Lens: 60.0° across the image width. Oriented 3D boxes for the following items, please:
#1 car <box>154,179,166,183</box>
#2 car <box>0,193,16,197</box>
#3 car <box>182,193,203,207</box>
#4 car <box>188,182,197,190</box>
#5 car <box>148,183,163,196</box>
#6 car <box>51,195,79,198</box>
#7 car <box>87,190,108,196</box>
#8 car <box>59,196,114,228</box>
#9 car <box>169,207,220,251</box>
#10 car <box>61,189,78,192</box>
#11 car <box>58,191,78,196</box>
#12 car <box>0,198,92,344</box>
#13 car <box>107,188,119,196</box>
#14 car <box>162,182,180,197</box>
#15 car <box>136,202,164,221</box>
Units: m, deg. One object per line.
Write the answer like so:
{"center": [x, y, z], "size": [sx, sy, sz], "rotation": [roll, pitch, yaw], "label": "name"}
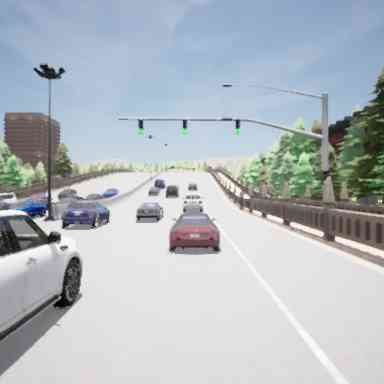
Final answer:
{"center": [-6.837, -1.855, 70.946], "size": [2.150, 2.045, 5.566], "rotation": [0, 7, 0], "label": "car"}
{"center": [-21.014, 1.186, 35.774], "size": [2.150, 2.045, 5.566], "rotation": [0, 1, 1], "label": "car"}
{"center": [0.105, 1.154, 37.521], "size": [2.150, 2.045, 5.566], "rotation": [0, 2, 0], "label": "car"}
{"center": [0.149, -1.238, 68.307], "size": [2.128, 1.511, 4.902], "rotation": [0, 7, 0], "label": "car"}
{"center": [-6.895, -0.227, 60.595], "size": [2.033, 1.411, 5.357], "rotation": [0, 7, 0], "label": "car"}
{"center": [-14.020, 1.458, 37.370], "size": [1.812, 1.442, 4.674], "rotation": [0, 1, 0], "label": "car"}
{"center": [-13.970, 0.964, 47.241], "size": [1.882, 1.535, 5.008], "rotation": [0, 4, 0], "label": "car"}
{"center": [-6.898, 1.356, 22.168], "size": [2.097, 1.767, 4.553], "rotation": [0, 0, 0], "label": "car"}
{"center": [0.102, 1.567, 14.173], "size": [1.994, 1.385, 4.181], "rotation": [0, 0, 0], "label": "car"}
{"center": [-20.920, 0.205, 56.220], "size": [1.882, 1.535, 5.008], "rotation": [0, 6, 0], "label": "car"}
{"center": [-17.465, 1.024, 48.189], "size": [1.895, 1.301, 4.718], "rotation": [0, 4, 0], "label": "car"}
{"center": [-3.397, 1.222, 4.772], "size": [2.150, 2.045, 5.566], "rotation": [0, 0, 0], "label": "car"}
{"center": [-13.913, 0.078, 57.368], "size": [1.882, 1.535, 5.008], "rotation": [0, 6, 0], "label": "car"}
{"center": [-3.409, -0.256, 57.993], "size": [2.150, 2.045, 5.566], "rotation": [0, 6, 0], "label": "car"}
{"center": [-3.397, 1.548, 27.410], "size": [2.033, 1.411, 5.357], "rotation": [0, 0, 0], "label": "car"}
